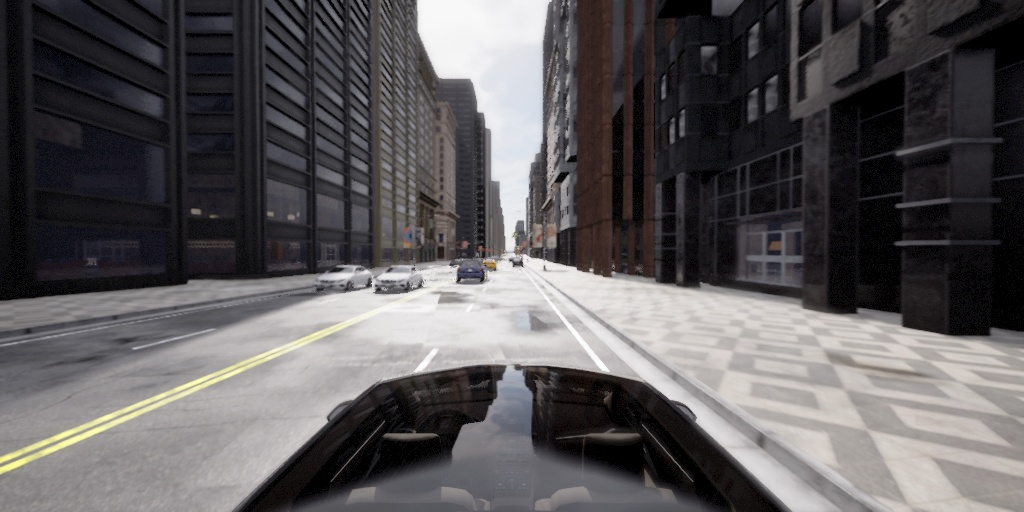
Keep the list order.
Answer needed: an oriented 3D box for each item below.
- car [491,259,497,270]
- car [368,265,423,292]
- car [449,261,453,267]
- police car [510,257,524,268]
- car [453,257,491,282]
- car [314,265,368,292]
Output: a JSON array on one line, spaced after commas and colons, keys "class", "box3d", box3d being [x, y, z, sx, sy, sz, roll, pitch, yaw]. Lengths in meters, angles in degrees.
[{"class": "car", "box3d": [-3.130, 1.179, 50.457, 1.882, 1.535, 5.008, 0, 0, 0]}, {"class": "car", "box3d": [-6.588, 1.265, 21.375, 1.812, 1.442, 4.674, 0, 0, 0]}, {"class": "car", "box3d": [-9.745, 1.207, 63.040, 1.812, 1.442, 4.674, 0, 0, 1]}, {"class": "police car", "box3d": [1.000, 1.109, 61.806, 1.930, 1.638, 5.238, 0, 0, 0]}, {"class": "car", "box3d": [-3.139, 1.084, 28.984, 2.097, 1.767, 4.553, 0, 0, 0]}, {"class": "car", "box3d": [-9.839, 1.266, 21.368, 1.812, 1.442, 4.674, 0, 0, 0]}]
